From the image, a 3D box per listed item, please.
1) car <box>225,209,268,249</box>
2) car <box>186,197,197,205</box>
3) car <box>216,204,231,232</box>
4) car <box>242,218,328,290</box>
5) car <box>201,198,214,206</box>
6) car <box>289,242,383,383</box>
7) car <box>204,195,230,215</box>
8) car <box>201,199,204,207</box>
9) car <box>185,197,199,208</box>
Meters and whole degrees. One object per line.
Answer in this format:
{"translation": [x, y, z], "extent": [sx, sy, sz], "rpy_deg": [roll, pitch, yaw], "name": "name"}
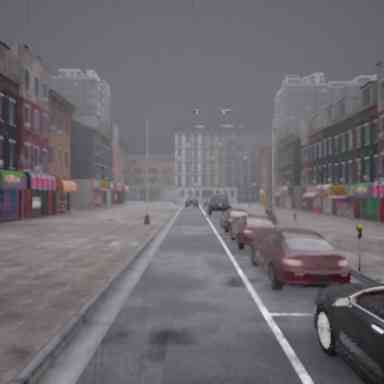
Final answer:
{"translation": [2.642, 1.615, 14.308], "extent": [1.802, 1.307, 4.206], "rpy_deg": [1, 0, 0], "name": "car"}
{"translation": [-0.020, 1.697, 66.799], "extent": [2.128, 1.511, 4.902], "rpy_deg": [0, 0, 0], "name": "car"}
{"translation": [2.641, 1.628, 19.812], "extent": [1.802, 1.307, 4.206], "rpy_deg": [0, 0, 0], "name": "car"}
{"translation": [2.644, 1.601, 8.804], "extent": [1.802, 1.307, 4.206], "rpy_deg": [1, 0, 0], "name": "car"}
{"translation": [2.633, 1.720, 58.337], "extent": [2.008, 1.369, 4.403], "rpy_deg": [0, 0, 0], "name": "car"}
{"translation": [2.645, 1.558, 3.301], "extent": [2.008, 1.369, 4.403], "rpy_deg": [1, 0, 0], "name": "car"}
{"translation": [2.744, 1.314, 34.680], "extent": [2.150, 2.045, 5.566], "rpy_deg": [0, 0, 0], "name": "car"}
{"translation": [2.635, 1.590, 52.833], "extent": [1.967, 1.590, 4.097], "rpy_deg": [0, 0, 0], "name": "car"}
{"translation": [-0.001, 1.651, 49.996], "extent": [1.837, 1.490, 4.892], "rpy_deg": [0, 0, 1], "name": "car"}
